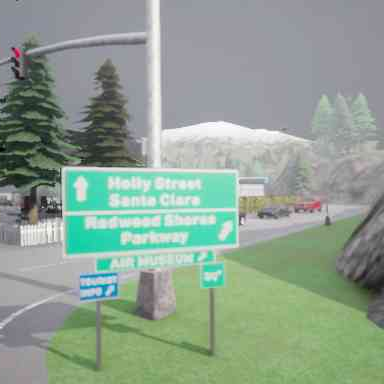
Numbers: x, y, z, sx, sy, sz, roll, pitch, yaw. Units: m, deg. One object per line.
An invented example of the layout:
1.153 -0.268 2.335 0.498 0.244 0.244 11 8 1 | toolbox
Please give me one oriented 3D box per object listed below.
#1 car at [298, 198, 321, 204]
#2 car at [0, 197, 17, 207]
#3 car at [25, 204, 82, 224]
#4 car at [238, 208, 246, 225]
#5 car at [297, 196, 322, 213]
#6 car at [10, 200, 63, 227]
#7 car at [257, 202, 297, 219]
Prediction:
26.954 2.050 76.233 4.718 1.301 1.895 -1 0 35 | car
-37.332 2.324 69.038 4.514 1.523 2.007 -1 0 35 | car
-13.199 2.017 31.933 2.242 1.667 4.611 -1 0 35 | car
2.332 1.844 25.013 1.837 1.490 4.892 -1 0 36 | car
14.666 1.558 41.917 2.150 2.045 5.566 -1 0 36 | car
-11.095 1.783 25.120 1.905 1.878 3.866 -1 0 35 | car
8.381 1.886 33.338 2.033 1.411 5.357 -1 0 36 | car
